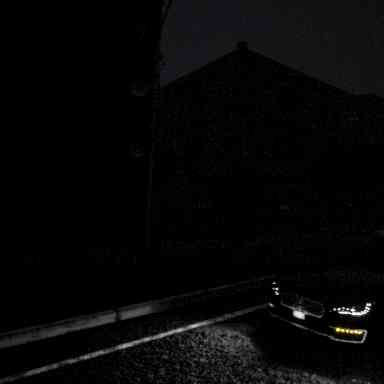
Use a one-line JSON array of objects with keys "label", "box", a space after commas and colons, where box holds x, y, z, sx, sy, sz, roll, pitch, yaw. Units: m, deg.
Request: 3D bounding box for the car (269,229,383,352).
[{"label": "car", "box": [3.513, 1.513, 6.192, 4.892, 1.490, 1.837, 0, 0, -36]}]
